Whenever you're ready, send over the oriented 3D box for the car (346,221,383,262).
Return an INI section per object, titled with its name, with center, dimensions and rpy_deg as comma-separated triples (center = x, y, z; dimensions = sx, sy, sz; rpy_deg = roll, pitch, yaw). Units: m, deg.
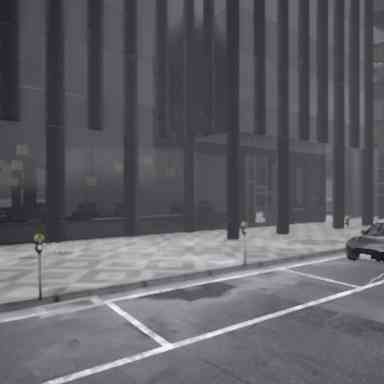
[car]
center = 7.198, 1.681, 11.673
dimensions = 4.313, 1.339, 1.947
rpy_deg = 1, -1, -35
